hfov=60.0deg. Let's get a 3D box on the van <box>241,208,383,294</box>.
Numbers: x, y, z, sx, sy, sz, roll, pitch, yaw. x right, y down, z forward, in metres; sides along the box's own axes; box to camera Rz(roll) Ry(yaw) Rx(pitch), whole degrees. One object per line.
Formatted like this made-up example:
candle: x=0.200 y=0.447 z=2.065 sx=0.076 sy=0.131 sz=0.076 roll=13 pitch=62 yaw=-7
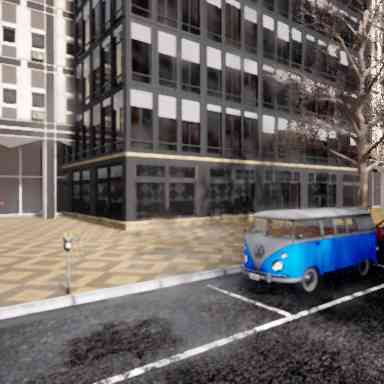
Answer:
van: x=3.072 y=1.323 z=8.493 sx=3.998 sy=1.788 sz=1.690 roll=0 pitch=0 yaw=-36
